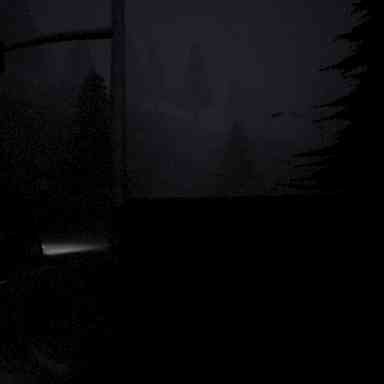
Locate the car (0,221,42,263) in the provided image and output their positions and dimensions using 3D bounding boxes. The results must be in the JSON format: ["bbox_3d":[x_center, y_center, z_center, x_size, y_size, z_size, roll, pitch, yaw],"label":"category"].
[{"bbox_3d":[-6.260,1.526,9.483,1.837,1.490,4.892,-4,0,5],"label":"car"}]
